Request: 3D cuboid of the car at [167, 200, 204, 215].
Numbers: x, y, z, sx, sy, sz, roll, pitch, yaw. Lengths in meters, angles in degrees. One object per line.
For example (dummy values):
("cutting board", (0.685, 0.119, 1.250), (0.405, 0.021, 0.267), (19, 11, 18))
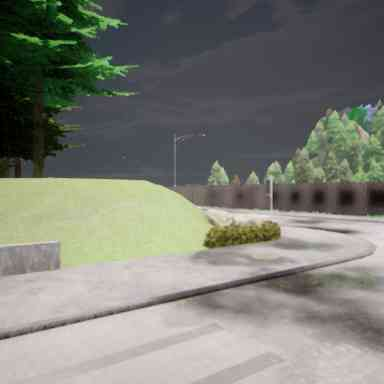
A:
("car", (-0.760, 1.529, 33.586), (1.812, 1.442, 4.674), (0, 0, -36))
